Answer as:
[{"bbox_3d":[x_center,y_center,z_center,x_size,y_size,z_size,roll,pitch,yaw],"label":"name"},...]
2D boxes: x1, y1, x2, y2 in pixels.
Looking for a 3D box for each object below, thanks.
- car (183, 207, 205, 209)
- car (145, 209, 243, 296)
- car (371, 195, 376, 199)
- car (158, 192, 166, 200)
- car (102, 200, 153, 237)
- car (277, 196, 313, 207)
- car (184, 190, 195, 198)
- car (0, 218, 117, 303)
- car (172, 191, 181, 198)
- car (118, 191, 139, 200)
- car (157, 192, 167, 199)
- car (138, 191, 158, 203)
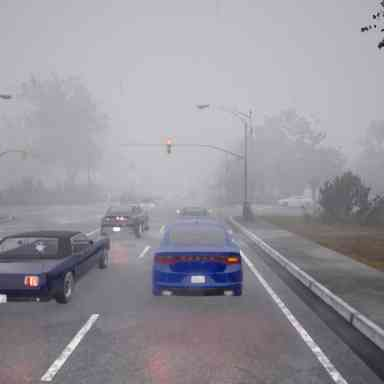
[{"bbox_3d":[0.124,1.458,17.599,1.994,1.385,4.181,0,0,0],"label":"car"},{"bbox_3d":[0.113,1.446,8.617,1.882,1.535,5.008,0,0,0],"label":"car"},{"bbox_3d":[24.279,1.174,43.458,4.892,1.490,1.837,0,0,-3],"label":"car"},{"bbox_3d":[-6.943,0.995,68.668,1.994,1.385,4.181,0,1,0],"label":"car"},{"bbox_3d":[-3.376,1.402,17.322,1.837,1.490,4.892,0,0,0],"label":"car"},{"bbox_3d":[13.283,1.200,42.851,4.674,1.442,1.812,0,1,-3],"label":"car"},{"bbox_3d":[-0.354,0.419,85.490,2.150,2.045,5.566,0,1,-4],"label":"car"},{"bbox_3d":[-3.388,1.573,8.070,1.895,1.301,4.718,0,0,0],"label":"car"},{"bbox_3d":[-3.851,0.737,85.355,2.033,1.411,5.357,0,1,-4],"label":"car"},{"bbox_3d":[-10.495,0.796,54.578,2.150,2.045,5.566,0,0,1],"label":"car"},{"bbox_3d":[-7.113,0.772,79.372,1.882,1.535,5.008,0,1,-2],"label":"car"},{"bbox_3d":[-6.973,1.059,53.511,1.882,1.535,5.008,0,0,-1],"label":"car"}]
